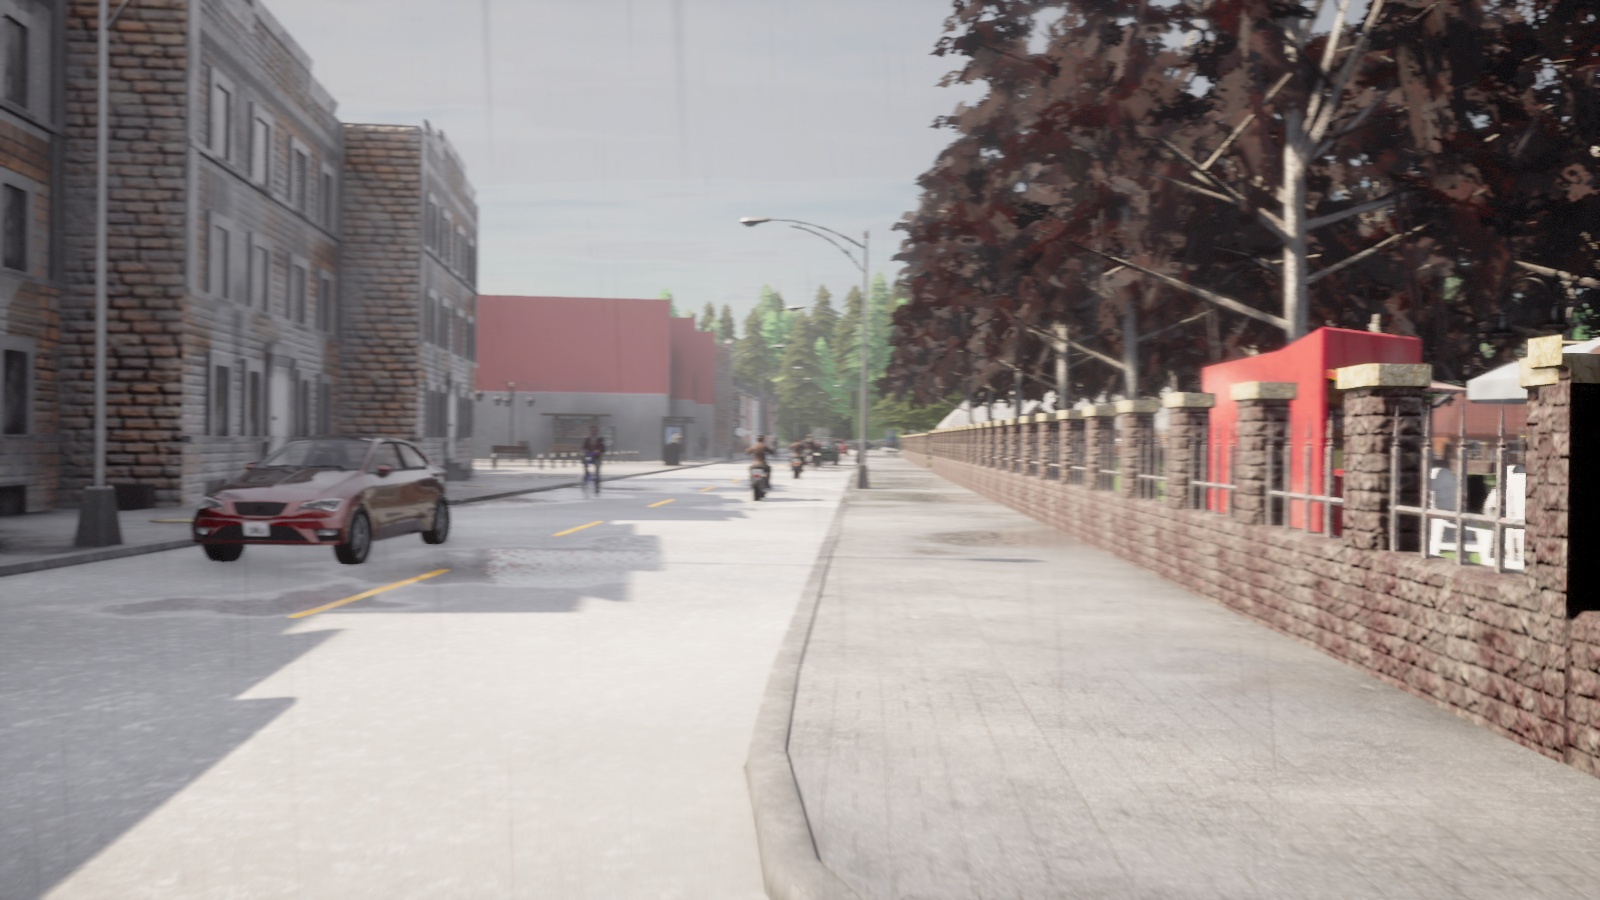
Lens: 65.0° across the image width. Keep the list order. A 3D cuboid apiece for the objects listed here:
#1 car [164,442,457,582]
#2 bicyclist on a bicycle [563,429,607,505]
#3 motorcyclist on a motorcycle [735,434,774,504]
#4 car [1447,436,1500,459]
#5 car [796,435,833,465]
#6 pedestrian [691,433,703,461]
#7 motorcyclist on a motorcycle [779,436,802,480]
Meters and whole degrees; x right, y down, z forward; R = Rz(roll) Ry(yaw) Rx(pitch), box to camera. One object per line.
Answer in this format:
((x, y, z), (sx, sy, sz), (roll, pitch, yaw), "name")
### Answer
((-5.796, 0.649, 15.489), (1.816, 1.474, 4.193), (0, 0, 3), "car")
((-5.151, 0.385, 30.146), (0.659, 1.776, 1.843), (0, 0, 3), "bicyclist on a bicycle")
((-1.111, 0.440, 30.971), (0.766, 1.649, 2.350), (0, 0, 3), "motorcyclist on a motorcycle")
((46.722, -0.208, 87.189), (1.789, 1.549, 3.705), (0, 0, 1), "car")
((0.893, -0.021, 75.676), (2.097, 1.767, 4.553), (0, 0, 3), "car")
((-7.296, -0.238, 88.876), (0.659, 1.952, 0.873), (0, 0, 6), "pedestrian")
((-0.344, 0.296, 48.360), (0.766, 1.649, 2.350), (0, 0, 3), "motorcyclist on a motorcycle")
